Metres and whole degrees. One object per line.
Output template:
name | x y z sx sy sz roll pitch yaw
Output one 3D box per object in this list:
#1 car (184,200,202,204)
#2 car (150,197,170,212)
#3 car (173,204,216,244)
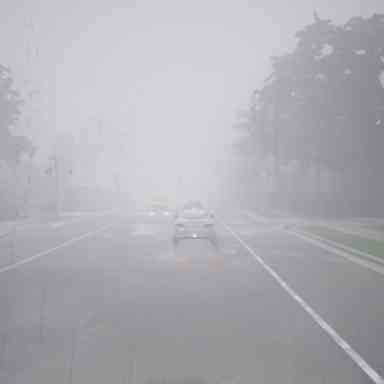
car | 0.107 1.471 33.303 1.994 1.385 4.181 0 0 0
car | -3.584 1.355 37.979 1.882 1.535 5.008 0 0 0
car | 0.103 1.510 15.755 1.812 1.442 4.674 0 0 0
